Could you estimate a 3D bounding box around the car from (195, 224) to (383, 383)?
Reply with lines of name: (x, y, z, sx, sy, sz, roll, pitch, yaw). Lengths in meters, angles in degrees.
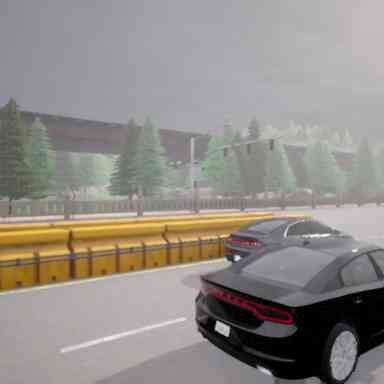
car: (2.384, 1.488, 5.442, 5.008, 1.535, 1.882, 0, 0, -35)

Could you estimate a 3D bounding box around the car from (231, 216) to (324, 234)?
car: (3.206, 1.523, 10.333, 4.892, 1.490, 1.837, 0, 0, -35)
